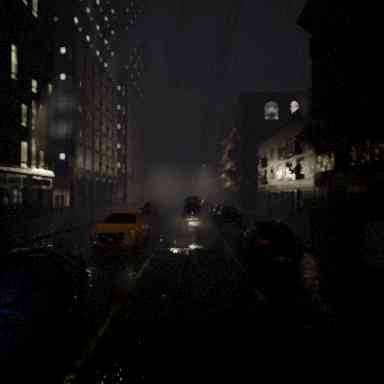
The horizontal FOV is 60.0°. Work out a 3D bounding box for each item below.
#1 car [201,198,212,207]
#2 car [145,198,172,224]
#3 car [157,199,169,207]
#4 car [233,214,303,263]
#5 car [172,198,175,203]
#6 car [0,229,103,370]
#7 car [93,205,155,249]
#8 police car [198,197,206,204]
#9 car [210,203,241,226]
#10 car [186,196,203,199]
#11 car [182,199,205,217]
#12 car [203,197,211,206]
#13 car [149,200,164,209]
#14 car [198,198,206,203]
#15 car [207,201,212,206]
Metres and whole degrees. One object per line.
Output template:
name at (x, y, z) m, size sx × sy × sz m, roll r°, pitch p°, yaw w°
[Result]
car at (2.778, 1.973, 64.614) m, size 1.967 × 1.590 × 4.097 m, roll 0°, pitch -1°, yaw 0°
car at (-3.048, 1.562, 26.638) m, size 2.097 × 1.767 × 4.553 m, roll 0°, pitch 0°, yaw 0°
car at (-5.603, 2.074, 64.625) m, size 1.887 × 1.381 × 4.507 m, roll 0°, pitch 0°, yaw 0°
car at (2.757, 1.678, 12.157) m, size 1.802 × 1.307 × 4.206 m, roll 0°, pitch 0°, yaw 0°
car at (-5.565, 2.344, 92.866) m, size 1.947 × 1.339 × 4.313 m, roll 0°, pitch -1°, yaw 0°
car at (-3.095, 1.582, 4.830) m, size 2.033 × 1.411 × 5.357 m, roll 0°, pitch 0°, yaw 0°
car at (-3.095, 1.596, 15.274) m, size 1.882 × 1.535 × 5.008 m, roll 0°, pitch 0°, yaw 1°
police car at (2.477, 2.113, 82.380) m, size 1.930 × 1.638 × 5.238 m, roll 0°, pitch -1°, yaw 0°
car at (2.724, 1.751, 25.075) m, size 2.008 × 1.369 × 4.403 m, roll 0°, pitch 0°, yaw 0°
car at (0.072, 1.596, 46.009) m, size 2.150 × 2.045 × 5.566 m, roll 0°, pitch 0°, yaw 0°
car at (0.046, 1.782, 34.399) m, size 1.837 × 1.490 × 4.892 m, roll 0°, pitch 0°, yaw 0°
car at (2.770, 2.066, 58.964) m, size 1.802 × 1.307 × 4.206 m, roll 0°, pitch 0°, yaw 0°
car at (-5.618, 1.983, 53.327) m, size 2.008 × 1.369 × 4.403 m, roll 0°, pitch 0°, yaw 0°
car at (2.816, 2.347, 92.855) m, size 1.947 × 1.339 × 4.313 m, roll 0°, pitch -1°, yaw 0°
car at (2.732, 1.798, 30.722) m, size 2.008 × 1.369 × 4.403 m, roll 0°, pitch 0°, yaw 0°
